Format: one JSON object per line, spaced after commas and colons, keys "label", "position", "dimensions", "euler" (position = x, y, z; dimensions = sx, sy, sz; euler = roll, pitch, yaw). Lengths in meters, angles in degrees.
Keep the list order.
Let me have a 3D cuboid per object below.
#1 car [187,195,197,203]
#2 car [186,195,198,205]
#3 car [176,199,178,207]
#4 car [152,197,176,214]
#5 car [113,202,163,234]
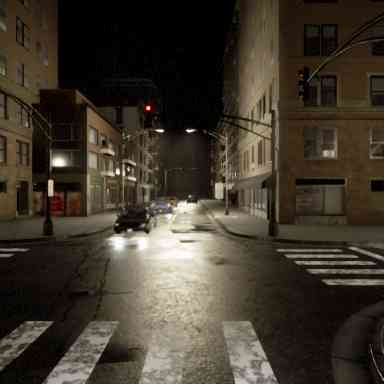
{"label": "car", "position": [0.017, 1.446, 69.630], "dimensions": [2.128, 1.511, 4.902], "euler": [0, 0, 0]}
{"label": "car", "position": [0.031, 1.454, 59.266], "dimensions": [2.128, 1.511, 4.902], "euler": [0, 0, 0]}
{"label": "car", "position": [-3.127, 1.448, 49.481], "dimensions": [1.882, 1.535, 5.008], "euler": [0, 0, 0]}
{"label": "car", "position": [-3.136, 1.333, 35.415], "dimensions": [2.097, 1.767, 4.553], "euler": [0, 0, 0]}
{"label": "car", "position": [-3.122, 1.542, 19.343], "dimensions": [2.033, 1.411, 5.357], "euler": [0, 0, 0]}
